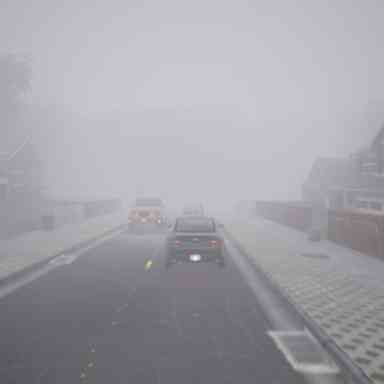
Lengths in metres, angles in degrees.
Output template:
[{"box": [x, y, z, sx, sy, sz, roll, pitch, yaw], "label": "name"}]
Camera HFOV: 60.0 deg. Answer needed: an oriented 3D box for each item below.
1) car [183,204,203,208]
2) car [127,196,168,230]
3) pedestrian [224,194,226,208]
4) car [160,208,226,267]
[{"box": [0.108, 1.726, 30.865, 1.895, 1.301, 4.718, 0, 0, 0], "label": "car"}, {"box": [-2.842, 1.315, 22.453, 2.150, 2.045, 5.566, 0, 0, 0], "label": "car"}, {"box": [4.527, 1.227, 46.050, 0.375, 1.860, 0.375, -1, 1, 0], "label": "pedestrian"}, {"box": [0.096, 1.557, 11.640, 1.837, 1.490, 4.892, 0, 0, 0], "label": "car"}]
